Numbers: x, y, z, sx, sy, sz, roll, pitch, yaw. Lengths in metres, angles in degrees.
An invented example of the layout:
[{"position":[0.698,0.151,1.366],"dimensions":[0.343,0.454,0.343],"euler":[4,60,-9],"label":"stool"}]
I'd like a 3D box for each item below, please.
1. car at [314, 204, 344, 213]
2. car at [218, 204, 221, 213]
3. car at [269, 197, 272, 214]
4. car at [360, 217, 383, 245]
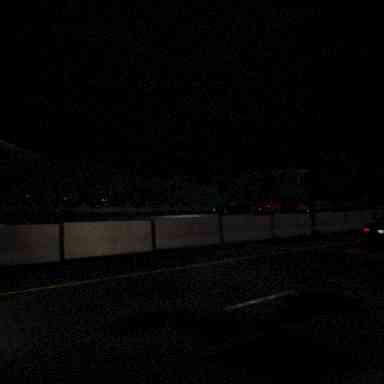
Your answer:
[{"position":[13.693,1.840,30.945],"dimensions":[5.357,1.411,2.033],"euler":[1,-1,-35],"label":"car"},{"position":[4.368,1.726,37.189],"dimensions":[4.902,1.511,2.128],"euler":[1,-1,-35],"label":"car"},{"position":[9.415,1.510,36.488],"dimensions":[5.566,2.045,2.150],"euler":[1,-1,-35],"label":"car"},{"position":[9.719,1.685,14.971],"dimensions":[5.357,1.411,2.033],"euler":[1,0,-35],"label":"car"}]
